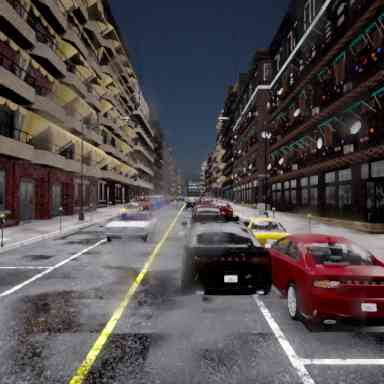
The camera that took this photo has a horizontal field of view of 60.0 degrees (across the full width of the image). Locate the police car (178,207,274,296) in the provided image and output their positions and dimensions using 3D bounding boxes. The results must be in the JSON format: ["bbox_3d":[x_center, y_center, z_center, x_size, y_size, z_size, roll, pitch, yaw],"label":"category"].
[{"bbox_3d":[0.677,1.433,8.840,1.930,1.638,5.238,0,0,-1],"label":"police car"}]

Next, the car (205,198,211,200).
[{"bbox_3d":[2.606,1.604,34.735,2.008,1.369,4.403,1,0,0],"label":"car"}]

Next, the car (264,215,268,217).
[{"bbox_3d":[2.593,1.538,12.783,1.752,1.417,4.829,1,0,0],"label":"car"}]

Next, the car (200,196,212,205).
[{"bbox_3d":[2.635,1.579,62.389,1.967,1.590,4.097,1,0,0],"label":"car"}]

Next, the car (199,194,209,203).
[{"bbox_3d":[2.603,1.498,73.451,2.192,1.841,5.009,1,0,0],"label":"car"}]

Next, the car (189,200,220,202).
[{"bbox_3d":[0.841,1.558,24.754,1.812,1.442,4.674,0,0,0],"label":"car"}]

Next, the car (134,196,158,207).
[{"bbox_3d":[-5.267,1.369,34.803,2.192,1.841,5.009,2,0,0],"label":"car"}]

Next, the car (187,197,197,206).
[{"bbox_3d":[0.039,1.653,59.471,1.812,1.442,4.674,0,0,0],"label":"car"}]

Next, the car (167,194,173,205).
[{"bbox_3d":[-5.250,1.454,62.455,2.192,1.841,5.009,1,0,0],"label":"car"}]

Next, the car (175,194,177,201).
[{"bbox_3d":[-5.246,1.773,79.046,1.947,1.339,4.313,1,0,0],"label":"car"}]

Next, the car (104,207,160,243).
[{"bbox_3d":[-2.841,1.618,16.338,1.895,1.301,4.718,0,0,0],"label":"car"}]

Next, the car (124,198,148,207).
[{"bbox_3d":[-5.276,1.567,29.101,1.752,1.417,4.829,2,0,0],"label":"car"}]

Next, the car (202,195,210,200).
[{"bbox_3d":[2.618,1.644,51.327,1.887,1.381,4.507,1,0,0],"label":"car"}]

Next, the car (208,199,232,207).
[{"bbox_3d":[2.603,1.586,29.203,1.887,1.381,4.507,1,0,0],"label":"car"}]

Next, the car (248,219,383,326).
[{"bbox_3d":[2.589,1.551,7.081,1.887,1.381,4.507,1,0,0],"label":"car"}]

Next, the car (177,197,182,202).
[{"bbox_3d":[-2.695,1.827,82.868,1.895,1.301,4.718,0,0,0],"label":"car"}]

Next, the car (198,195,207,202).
[{"bbox_3d":[2.607,1.674,84.513,1.967,1.590,4.097,1,0,0],"label":"car"}]

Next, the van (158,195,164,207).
[{"bbox_3d":[-5.261,1.422,45.862,1.690,1.788,3.998,2,0,0],"label":"van"}]

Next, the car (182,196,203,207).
[{"bbox_3d":[0.037,1.627,45.279,2.033,1.411,5.357,0,0,0],"label":"car"}]

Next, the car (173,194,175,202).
[{"bbox_3d":[-5.246,1.475,67.984,2.192,1.841,5.009,1,0,0],"label":"car"}]

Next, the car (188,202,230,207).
[{"bbox_3d":[0.837,1.527,18.753,1.837,1.490,4.892,0,0,0],"label":"car"}]

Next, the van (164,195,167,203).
[{"bbox_3d":[-5.258,1.440,51.394,1.690,1.788,3.998,1,0,0],"label":"van"}]
